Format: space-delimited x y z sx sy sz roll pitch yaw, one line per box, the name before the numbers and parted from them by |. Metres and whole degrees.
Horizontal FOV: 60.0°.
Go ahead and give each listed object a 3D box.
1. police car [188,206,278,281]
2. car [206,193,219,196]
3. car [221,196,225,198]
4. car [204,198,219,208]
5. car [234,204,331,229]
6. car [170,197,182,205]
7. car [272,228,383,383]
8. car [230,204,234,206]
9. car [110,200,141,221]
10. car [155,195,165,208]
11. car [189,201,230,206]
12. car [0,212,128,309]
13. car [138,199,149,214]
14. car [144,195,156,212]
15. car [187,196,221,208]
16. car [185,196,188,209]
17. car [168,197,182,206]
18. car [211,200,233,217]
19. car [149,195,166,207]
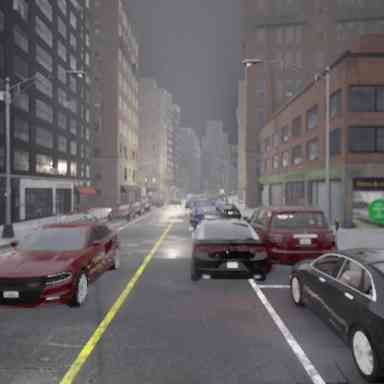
police car | 0.910 1.441 10.037 1.930 1.638 5.238 0 0 0
car | 5.845 1.617 93.628 1.947 1.339 4.313 0 0 9
car | 2.896 1.621 43.789 1.947 1.339 4.313 -1 0 0
car | 2.902 1.625 49.296 1.947 1.339 4.313 -1 0 0
car | 2.860 1.332 10.752 2.192 1.841 5.009 -1 0 0
car | -2.936 1.644 62.933 1.994 1.385 4.181 0 0 0
car | 2.856 1.559 5.245 2.008 1.369 4.403 -1 0 0
car | 2.879 1.606 27.270 1.947 1.339 4.313 -1 0 0
car | -5.646 1.622 27.266 1.802 1.307 4.206 -1 0 0
car | -5.626 1.375 49.298 2.192 1.841 5.009 -1 0 0
car | 0.921 1.508 19.928 1.882 1.535 5.008 0 0 0
car | -3.093 1.491 8.203 1.882 1.535 5.008 0 0 0
car | -5.640 1.628 32.774 1.802 1.307 4.206 -1 0 0
car | -5.636 1.491 38.282 1.967 1.590 4.097 -1 0 0
car | 0.867 1.390 25.897 2.097 1.767 4.553 0 0 0
car | 0.074 1.621 45.717 1.994 1.385 4.181 0 0 0
car | -2.959 1.628 57.776 1.994 1.385 4.181 0 0 0
car | 2.885 1.571 32.947 1.752 1.417 4.829 -1 0 0
car | -5.620 1.378 54.806 2.192 1.841 5.009 -1 0 0
